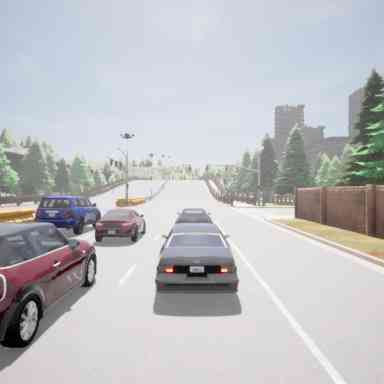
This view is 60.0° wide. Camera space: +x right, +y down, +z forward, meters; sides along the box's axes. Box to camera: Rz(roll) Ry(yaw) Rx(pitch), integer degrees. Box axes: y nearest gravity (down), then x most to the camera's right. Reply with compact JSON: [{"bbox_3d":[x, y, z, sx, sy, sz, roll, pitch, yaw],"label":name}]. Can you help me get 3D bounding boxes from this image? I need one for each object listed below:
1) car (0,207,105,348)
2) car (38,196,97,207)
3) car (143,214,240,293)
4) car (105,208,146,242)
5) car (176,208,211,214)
[{"bbox_3d":[-3.401,1.352,6.456,2.097,1.767,4.553,0,0,0],"label":"car"},{"bbox_3d":[-6.899,1.222,19.043,2.150,2.045,5.566,0,0,0],"label":"car"},{"bbox_3d":[0.100,1.547,8.965,2.033,1.411,5.357,0,0,0],"label":"car"},{"bbox_3d":[-3.402,1.526,16.255,1.812,1.442,4.674,0,0,-1],"label":"car"},{"bbox_3d":[0.101,1.564,18.205,1.994,1.385,4.181,0,0,0],"label":"car"}]
